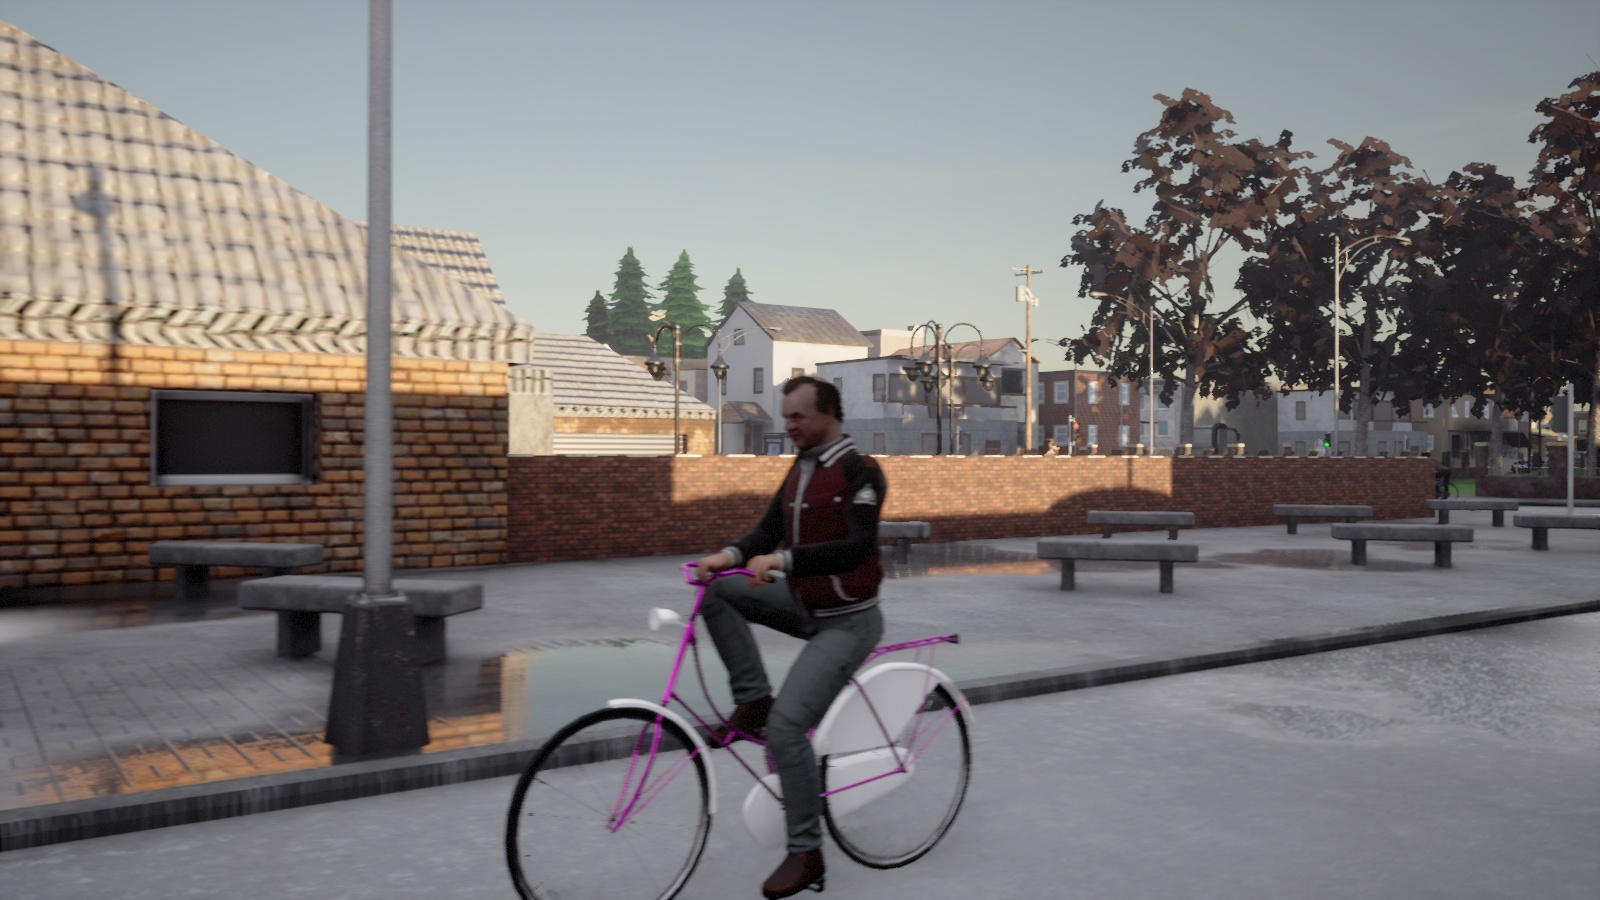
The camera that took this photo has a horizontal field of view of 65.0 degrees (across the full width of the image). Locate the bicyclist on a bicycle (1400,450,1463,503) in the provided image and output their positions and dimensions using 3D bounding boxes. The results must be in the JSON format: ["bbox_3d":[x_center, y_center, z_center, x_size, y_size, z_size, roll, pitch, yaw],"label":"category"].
[{"bbox_3d":[19.532,0.811,38.855,0.582,1.620,1.656,0,-1,-36],"label":"bicyclist on a bicycle"}]

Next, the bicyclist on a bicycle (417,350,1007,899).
[{"bbox_3d":[-0.227,0.629,4.111,1.843,1.776,0.659,0,0,-35],"label":"bicyclist on a bicycle"}]

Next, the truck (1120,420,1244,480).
[{"bbox_3d":[23.106,-0.004,75.714,7.936,3.462,2.891,0,0,-35],"label":"truck"}]
